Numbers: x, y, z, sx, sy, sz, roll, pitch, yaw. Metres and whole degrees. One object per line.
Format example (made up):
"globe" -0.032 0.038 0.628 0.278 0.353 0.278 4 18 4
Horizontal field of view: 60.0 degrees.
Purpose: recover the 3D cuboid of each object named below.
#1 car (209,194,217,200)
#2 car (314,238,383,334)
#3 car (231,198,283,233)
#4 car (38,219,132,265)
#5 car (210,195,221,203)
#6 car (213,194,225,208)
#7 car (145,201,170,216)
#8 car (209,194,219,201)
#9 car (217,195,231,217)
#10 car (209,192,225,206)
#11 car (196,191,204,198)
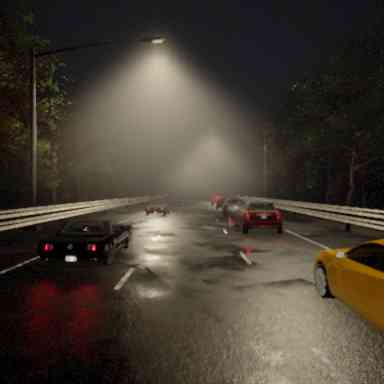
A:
"car" 5.267 1.178 85.228 1.882 1.535 5.008 0 0 2
"car" 3.617 1.461 5.353 1.882 1.535 5.008 0 0 0
"car" 3.712 1.290 19.199 2.097 1.767 4.553 0 0 1
"car" -3.355 1.563 11.493 1.895 1.301 4.718 0 0 0
"car" 4.488 1.287 63.332 1.837 1.490 4.892 0 0 2
"car" 3.934 1.341 41.429 1.882 1.535 5.008 0 0 1
"car" -3.143 1.498 31.247 1.895 1.301 4.718 0 0 1
"car" 4.849 1.234 74.281 2.128 1.511 4.902 0 0 2
"car" 3.740 1.332 30.475 2.033 1.649 4.856 0 0 1
"car" 4.183 1.045 52.410 2.150 2.045 5.566 0 0 1
"car" 2.143 0.738 94.583 2.150 2.045 5.566 0 0 3
